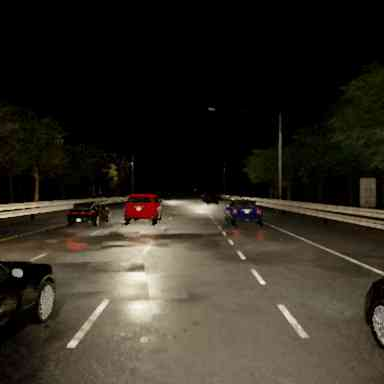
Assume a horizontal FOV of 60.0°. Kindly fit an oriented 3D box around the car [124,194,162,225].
[{"bbox_3d":[-3.425,1.189,24.031,2.150,2.045,5.566,0,0,0],"label":"car"}]

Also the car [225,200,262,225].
[{"bbox_3d":[3.572,1.320,23.759,2.097,1.767,4.553,0,0,0],"label":"car"}]

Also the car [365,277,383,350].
[{"bbox_3d":[3.595,1.500,3.213,1.837,1.490,4.892,0,0,0],"label":"car"}]

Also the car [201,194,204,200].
[{"bbox_3d":[3.458,1.160,67.656,2.150,2.045,5.566,0,0,0],"label":"car"}]

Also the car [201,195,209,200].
[{"bbox_3d":[3.516,1.499,89.602,1.994,1.385,4.181,0,0,0],"label":"car"}]

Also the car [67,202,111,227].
[{"bbox_3d":[-6.925,1.474,22.733,1.837,1.490,4.892,0,0,0],"label":"car"}]

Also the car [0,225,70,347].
[{"bbox_3d":[-3.406,1.472,4.068,1.882,1.535,5.008,0,0,0],"label":"car"}]

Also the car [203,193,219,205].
[{"bbox_3d":[3.448,1.372,56.640,2.033,1.649,4.856,0,0,0],"label":"car"}]
